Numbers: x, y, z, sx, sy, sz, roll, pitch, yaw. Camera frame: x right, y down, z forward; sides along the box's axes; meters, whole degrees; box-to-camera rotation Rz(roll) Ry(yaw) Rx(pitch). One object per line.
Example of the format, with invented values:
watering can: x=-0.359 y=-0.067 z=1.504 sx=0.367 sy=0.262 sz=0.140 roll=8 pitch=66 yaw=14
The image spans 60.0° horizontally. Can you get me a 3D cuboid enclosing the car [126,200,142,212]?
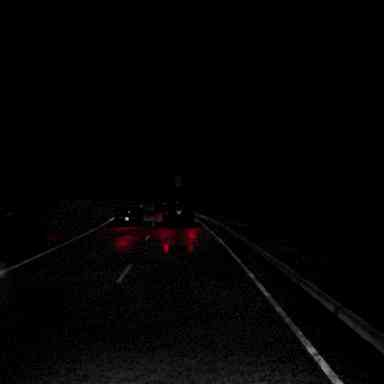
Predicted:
car: x=-7.264 y=1.698 z=41.320 sx=1.895 sy=1.301 sz=4.718 roll=0 pitch=0 yaw=-12

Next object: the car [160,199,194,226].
car: x=-1.068 y=1.417 z=24.255 sx=2.097 sy=1.767 sz=4.553 roll=0 pitch=0 yaw=-5

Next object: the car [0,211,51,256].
car: x=-7.447 y=1.644 z=13.339 sx=1.895 sy=1.301 sz=4.718 roll=0 pitch=0 yaw=-3

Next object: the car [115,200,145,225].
car: x=-4.634 y=1.568 z=24.867 sx=1.837 sy=1.490 sz=4.892 roll=0 pitch=0 yaw=-6

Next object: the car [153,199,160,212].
car: x=-3.694 y=1.590 z=41.243 sx=2.128 sy=1.511 sz=4.902 roll=0 pitch=0 yaw=-12

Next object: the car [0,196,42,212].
car: x=-11.449 y=1.278 z=21.137 sx=2.150 sy=2.045 sz=5.566 roll=0 pitch=0 yaw=-4
